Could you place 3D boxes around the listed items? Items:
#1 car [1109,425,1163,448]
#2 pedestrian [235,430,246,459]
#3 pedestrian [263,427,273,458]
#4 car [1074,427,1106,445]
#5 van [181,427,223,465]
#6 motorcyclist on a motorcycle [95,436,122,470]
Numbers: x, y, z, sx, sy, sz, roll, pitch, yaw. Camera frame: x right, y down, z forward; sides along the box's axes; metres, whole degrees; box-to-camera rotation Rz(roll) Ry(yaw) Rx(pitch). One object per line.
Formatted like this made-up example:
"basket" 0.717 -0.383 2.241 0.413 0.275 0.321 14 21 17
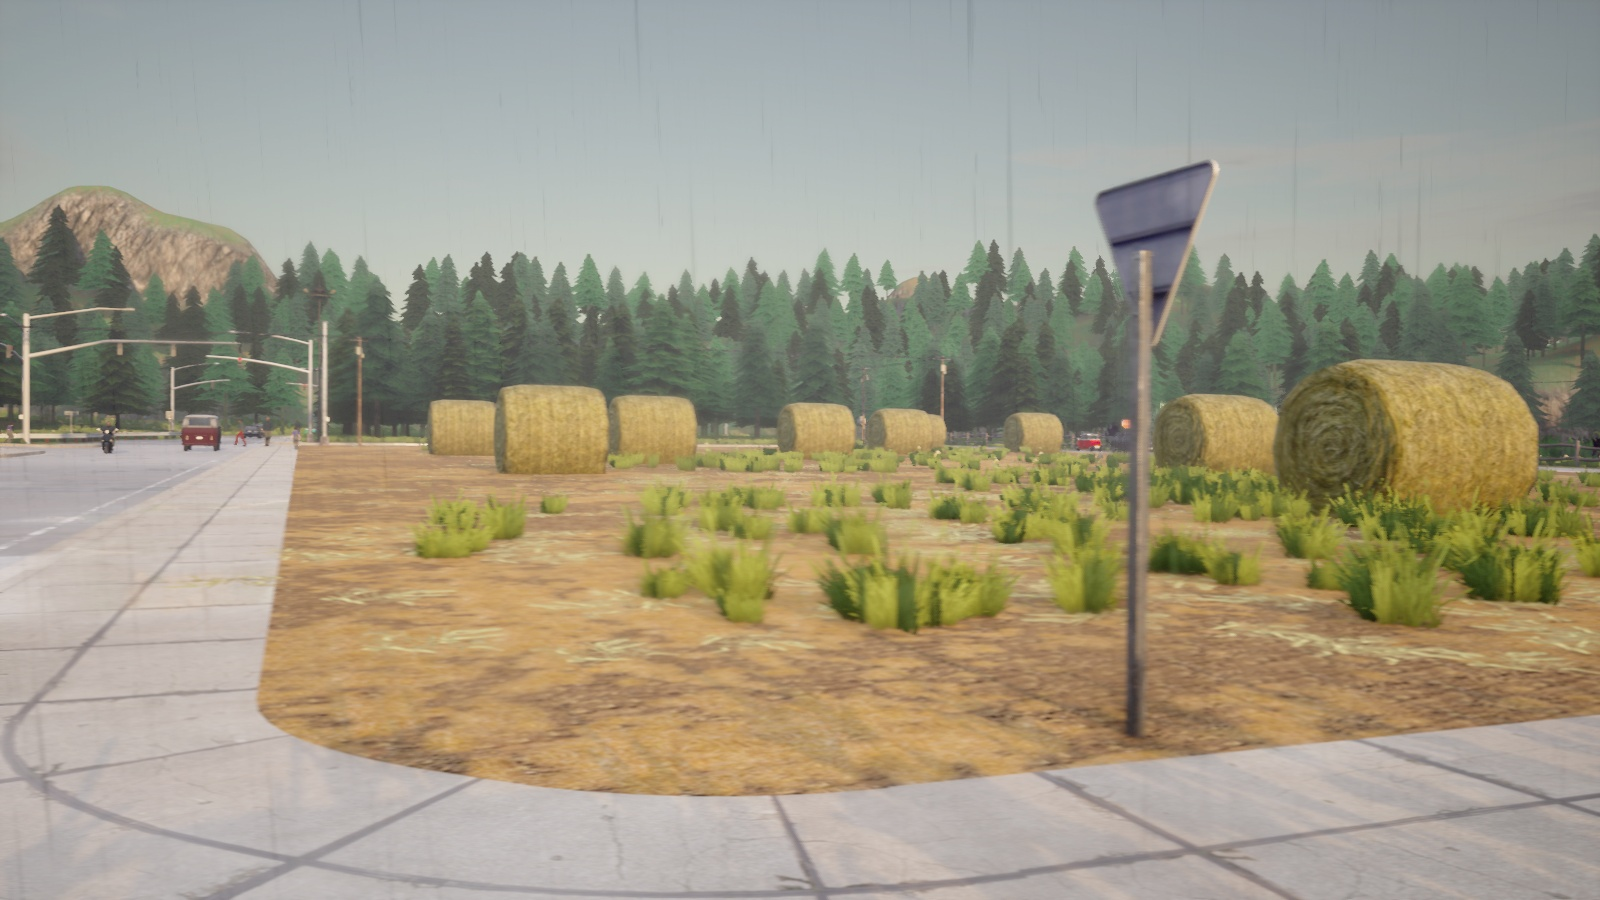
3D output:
"car" 22.323 -0.904 83.548 1.845 1.501 3.633 -1 1 -18
"pedestrian" -36.412 -0.356 81.717 0.614 1.847 0.353 -1 1 -25
"pedestrian" -31.655 -0.437 74.729 0.402 1.842 0.726 -1 1 -29
"car" 22.089 -1.063 95.700 1.481 1.376 2.207 -1 1 -18
"van" -32.890 -0.240 69.137 1.775 1.987 4.442 -1 1 -22
"motorcyclist on a motorcycle" -33.042 0.119 60.049 0.866 1.590 1.817 -1 1 -22
